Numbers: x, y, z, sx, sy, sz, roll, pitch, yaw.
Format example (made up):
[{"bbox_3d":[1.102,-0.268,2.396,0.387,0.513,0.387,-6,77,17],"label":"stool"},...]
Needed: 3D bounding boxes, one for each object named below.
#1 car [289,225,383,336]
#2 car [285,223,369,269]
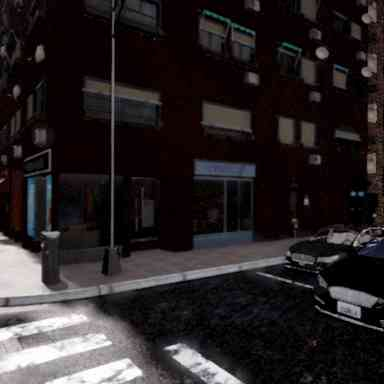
[{"bbox_3d":[4.393,1.557,6.512,4.902,1.511,2.128,1,0,-36],"label":"car"},{"bbox_3d":[4.617,1.635,9.858,4.403,1.369,2.008,1,-1,-36],"label":"car"}]
